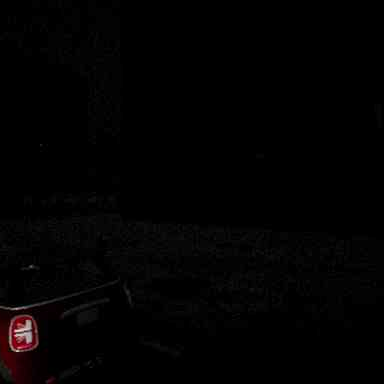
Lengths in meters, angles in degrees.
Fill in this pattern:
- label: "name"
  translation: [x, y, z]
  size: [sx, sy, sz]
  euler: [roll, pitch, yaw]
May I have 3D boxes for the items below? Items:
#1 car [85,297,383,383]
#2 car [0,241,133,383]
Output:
- label: "car"
  translation: [1.659, 1.543, 1.783]
  size: [4.507, 1.381, 1.887]
  euler: [0, 0, 35]
- label: "car"
  translation: [-2.775, 1.457, 4.930]
  size: [4.097, 1.590, 1.967]
  euler: [0, 0, 35]
